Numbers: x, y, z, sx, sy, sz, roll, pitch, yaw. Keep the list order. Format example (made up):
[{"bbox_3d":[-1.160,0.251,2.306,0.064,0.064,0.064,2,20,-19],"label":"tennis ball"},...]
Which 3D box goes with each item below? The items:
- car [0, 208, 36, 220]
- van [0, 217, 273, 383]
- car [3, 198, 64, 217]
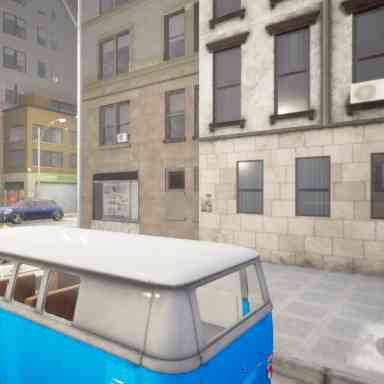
[{"bbox_3d":[-5.650,1.315,6.760,5.009,1.841,2.192,0,0,35],"label":"car"},{"bbox_3d":[-1.133,1.341,3.601,3.998,1.788,1.690,0,0,35],"label":"van"},{"bbox_3d":[-11.730,1.286,24.014,2.097,1.767,4.553,0,0,35],"label":"car"}]
